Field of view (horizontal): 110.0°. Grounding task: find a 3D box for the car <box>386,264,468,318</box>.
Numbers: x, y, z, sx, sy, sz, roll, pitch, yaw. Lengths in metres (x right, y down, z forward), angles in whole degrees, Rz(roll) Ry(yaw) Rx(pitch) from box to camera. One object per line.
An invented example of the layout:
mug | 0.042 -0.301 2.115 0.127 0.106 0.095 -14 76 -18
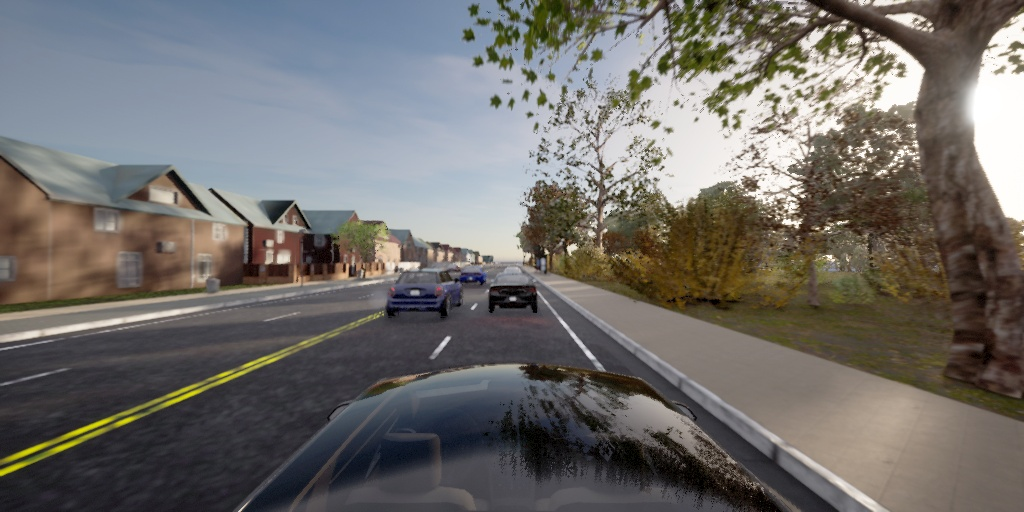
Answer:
car | -3.202 1.268 14.032 2.097 1.767 4.553 0 -1 1

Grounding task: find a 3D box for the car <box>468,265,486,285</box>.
car | -3.195 1.621 30.370 1.882 1.535 5.008 0 0 0

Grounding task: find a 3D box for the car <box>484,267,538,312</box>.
car | 0.056 1.412 15.316 1.882 1.535 5.008 0 0 0

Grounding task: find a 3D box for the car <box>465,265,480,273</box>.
car | -6.540 2.161 59.616 1.895 1.301 4.718 0 -1 1

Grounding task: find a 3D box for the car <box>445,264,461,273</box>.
car | -9.790 2.087 59.679 1.812 1.442 4.674 0 -1 1
